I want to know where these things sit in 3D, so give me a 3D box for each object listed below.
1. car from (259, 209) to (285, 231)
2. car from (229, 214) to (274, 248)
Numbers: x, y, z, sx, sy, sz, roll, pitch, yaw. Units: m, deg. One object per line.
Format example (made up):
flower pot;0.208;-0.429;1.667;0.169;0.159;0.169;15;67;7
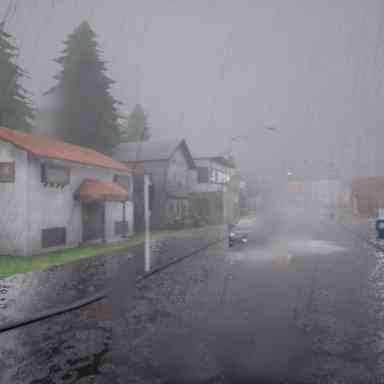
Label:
car;6.364;2.402;27.893;2.128;1.511;4.902;-2;-2;18
car;3.274;2.145;18.353;1.812;1.442;4.674;-2;-2;17
